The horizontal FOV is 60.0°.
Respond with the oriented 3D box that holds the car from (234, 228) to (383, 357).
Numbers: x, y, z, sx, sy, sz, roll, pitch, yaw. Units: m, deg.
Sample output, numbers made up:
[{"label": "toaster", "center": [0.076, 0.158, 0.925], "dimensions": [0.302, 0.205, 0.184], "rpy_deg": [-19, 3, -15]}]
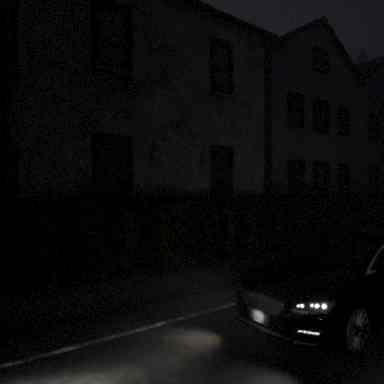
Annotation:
[{"label": "car", "center": [2.932, 1.464, 6.074], "dimensions": [4.902, 1.511, 2.128], "rpy_deg": [0, 0, -35]}]
